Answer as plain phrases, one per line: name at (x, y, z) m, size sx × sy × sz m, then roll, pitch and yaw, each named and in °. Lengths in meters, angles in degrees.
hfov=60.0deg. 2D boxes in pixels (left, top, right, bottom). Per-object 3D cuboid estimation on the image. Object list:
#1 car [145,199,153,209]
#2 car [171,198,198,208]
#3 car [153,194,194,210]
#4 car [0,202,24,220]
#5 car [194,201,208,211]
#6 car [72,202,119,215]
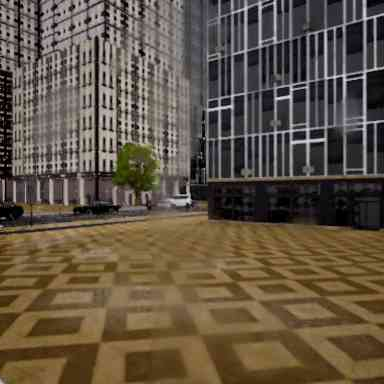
car at (-4.333, 1.440, 46.849) m, size 2.192 × 1.841 × 5.009 m, roll 0°, pitch 0°, yaw 35°
car at (-1.100, 1.710, 51.538) m, size 1.947 × 1.339 × 4.313 m, roll 0°, pitch 0°, yaw 35°
car at (-2.324, 1.342, 45.172) m, size 2.150 × 2.045 × 5.566 m, roll 0°, pitch -1°, yaw 35°
car at (-15.669, 1.515, 25.835) m, size 2.128 × 1.511 × 4.902 m, roll 0°, pitch 0°, yaw 33°
car at (2.665, 1.634, 42.233) m, size 1.752 × 1.417 × 4.829 m, roll 0°, pitch 0°, yaw 35°
car at (-9.877, 1.668, 34.230) m, size 1.895 × 1.301 × 4.718 m, roll 0°, pitch 0°, yaw 35°
